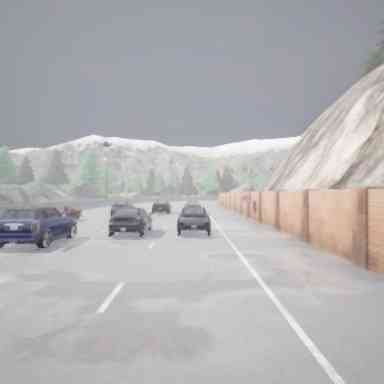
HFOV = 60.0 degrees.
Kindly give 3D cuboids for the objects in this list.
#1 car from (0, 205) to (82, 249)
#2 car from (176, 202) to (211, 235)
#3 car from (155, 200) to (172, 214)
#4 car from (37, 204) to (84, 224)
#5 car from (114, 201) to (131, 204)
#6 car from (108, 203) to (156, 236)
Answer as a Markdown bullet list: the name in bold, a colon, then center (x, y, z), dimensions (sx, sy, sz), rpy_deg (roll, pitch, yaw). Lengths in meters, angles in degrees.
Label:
- **car**: center (-6.896, 1.420, 15.012), dimensions (2.097, 1.767, 4.553), rpy_deg (0, 0, 0)
- **car**: center (0.104, 1.578, 19.447), dimensions (2.128, 1.511, 4.902), rpy_deg (0, 0, 0)
- **car**: center (-3.391, 1.646, 37.828), dimensions (1.882, 1.535, 5.008), rpy_deg (0, 0, 0)
- **car**: center (-10.393, 1.721, 26.621), dimensions (1.895, 1.301, 4.718), rpy_deg (0, 0, 0)
- **car**: center (-6.891, 1.642, 33.558), dimensions (2.128, 1.511, 4.902), rpy_deg (0, 0, 0)
- **car**: center (-3.396, 1.591, 18.872), dimensions (1.837, 1.490, 4.892), rpy_deg (0, 0, 0)
